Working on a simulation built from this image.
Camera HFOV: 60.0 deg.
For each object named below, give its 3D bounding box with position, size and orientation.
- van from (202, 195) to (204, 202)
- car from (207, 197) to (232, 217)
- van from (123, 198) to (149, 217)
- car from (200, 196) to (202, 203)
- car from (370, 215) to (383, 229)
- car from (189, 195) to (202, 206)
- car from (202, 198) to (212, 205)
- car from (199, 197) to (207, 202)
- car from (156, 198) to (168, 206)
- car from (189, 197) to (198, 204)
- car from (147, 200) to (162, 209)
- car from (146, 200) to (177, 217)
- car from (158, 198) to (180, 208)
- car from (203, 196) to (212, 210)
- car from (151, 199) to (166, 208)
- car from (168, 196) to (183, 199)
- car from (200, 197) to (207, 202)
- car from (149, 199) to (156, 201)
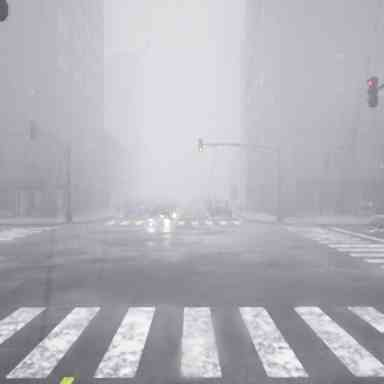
[{"bbox_3d":[2.942,1.617,55.769,1.690,1.788,3.998,0,0,0],"label":"van"},{"bbox_3d":[2.829,1.605,33.092,1.967,1.590,4.097,0,0,0],"label":"car"},{"bbox_3d":[-5.697,1.506,33.133,1.690,1.788,3.998,0,0,0],"label":"van"},{"bbox_3d":[2.971,1.829,61.607,1.752,1.417,4.829,0,0,0],"label":"car"},{"bbox_3d":[13.635,1.716,20.423,4.718,1.301,1.895,0,0,0],"label":"car"},{"bbox_3d":[0.415,1.818,63.622,1.837,1.490,4.892,0,0,0],"label":"car"},{"bbox_3d":[2.999,1.880,67.107,2.008,1.369,4.403,0,0,0],"label":"car"},{"bbox_3d":[3.140,2.023,95.452,1.947,1.339,4.313,0,0,0],"label":"car"},{"bbox_3d":[-5.556,1.828,61.303,1.752,1.417,4.829,0,0,0],"label":"car"},{"bbox_3d":[0.371,1.901,73.941,2.033,1.411,5.357,0,0,0],"label":"car"},{"bbox_3d":[-5.612,1.831,50.137,1.802,1.307,4.206,0,0,0],"label":"car"},{"bbox_3d":[-2.939,1.764,32.906,1.895,1.301,4.718,0,0,3],"label":"car"},{"bbox_3d":[-2.888,1.814,42.889,1.895,1.301,4.718,0,0,1],"label":"car"},{"bbox_3d":[2.886,1.661,44.430,1.967,1.590,4.097,0,0,0],"label":"car"},{"bbox_3d":[-5.584,1.842,55.805,1.947,1.339,4.313,0,0,0],"label":"car"},{"bbox_3d":[-2.827,1.813,53.579,2.033,1.411,5.357,0,0,1],"label":"car"},{"bbox_3d":[3.112,1.998,89.784,1.947,1.339,4.313,0,0,0],"label":"car"},{"bbox_3d":[-5.668,1.633,38.801,1.967,1.590,4.097,0,0,0],"label":"car"}]
